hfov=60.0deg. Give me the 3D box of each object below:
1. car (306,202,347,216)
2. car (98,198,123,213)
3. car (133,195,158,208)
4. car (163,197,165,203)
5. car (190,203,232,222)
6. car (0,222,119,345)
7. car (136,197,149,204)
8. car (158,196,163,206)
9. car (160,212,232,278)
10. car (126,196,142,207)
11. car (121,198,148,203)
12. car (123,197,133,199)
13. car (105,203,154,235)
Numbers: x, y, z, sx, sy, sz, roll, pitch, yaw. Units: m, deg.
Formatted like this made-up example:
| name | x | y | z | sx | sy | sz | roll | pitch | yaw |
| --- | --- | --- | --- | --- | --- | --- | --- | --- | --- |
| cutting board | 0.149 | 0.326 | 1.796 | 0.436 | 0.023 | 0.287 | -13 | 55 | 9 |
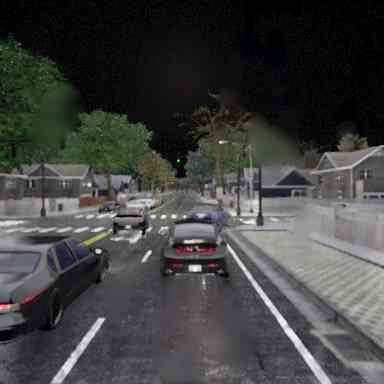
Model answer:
| name | x | y | z | sx | sy | sz | roll | pitch | yaw |
| --- | --- | --- | --- | --- | --- | --- | --- | --- | --- |
| car | 12.478 | 1.644 | 29.381 | 4.674 | 1.442 | 1.812 | 0 | 0 | -3 |
| car | -10.004 | 1.806 | 40.680 | 1.994 | 1.385 | 4.181 | 0 | 0 | 0 |
| car | -6.780 | 1.485 | 49.278 | 2.150 | 2.045 | 5.566 | 0 | 0 | 0 |
| car | -6.770 | 1.614 | 69.386 | 1.837 | 1.490 | 4.892 | 0 | 1 | 0 |
| car | 1.220 | 1.515 | 21.861 | 2.097 | 1.767 | 4.553 | 0 | 0 | 18 |
| car | -3.172 | 1.622 | 6.918 | 2.033 | 1.411 | 5.357 | 0 | -1 | 0 |
| car | -10.014 | 1.710 | 67.744 | 1.994 | 1.385 | 4.181 | 0 | 1 | 0 |
| car | -6.799 | 1.582 | 59.166 | 2.097 | 1.767 | 4.553 | 0 | 0 | 0 |
| car | 0.064 | 1.610 | 10.479 | 1.837 | 1.490 | 4.892 | 0 | 0 | 0 |
| car | -10.049 | 1.589 | 58.073 | 2.097 | 1.767 | 4.553 | 0 | 0 | 0 |
| car | -6.741 | 1.764 | 39.596 | 1.812 | 1.442 | 4.674 | 0 | 0 | 0 |
| car | -10.029 | 1.616 | 49.371 | 2.097 | 1.767 | 4.553 | 0 | 0 | 0 |
| car | -3.617 | 1.657 | 20.101 | 2.128 | 1.511 | 4.902 | 0 | 0 | -5 |
